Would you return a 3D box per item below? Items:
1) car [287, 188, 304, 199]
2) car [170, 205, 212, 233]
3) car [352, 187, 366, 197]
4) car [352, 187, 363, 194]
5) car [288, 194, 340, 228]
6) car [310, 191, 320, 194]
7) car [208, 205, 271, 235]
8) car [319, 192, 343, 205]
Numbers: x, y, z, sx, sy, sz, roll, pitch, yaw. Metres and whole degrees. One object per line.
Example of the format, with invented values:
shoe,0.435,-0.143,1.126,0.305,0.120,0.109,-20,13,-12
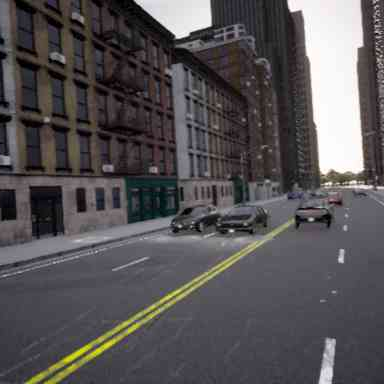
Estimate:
car,17.844,0.392,57.128,2.150,2.045,5.566,-4,0,26
car,0.363,1.594,20.552,1.837,1.490,4.892,-4,0,26
car,28.987,0.000,57.560,2.033,1.411,5.357,-4,0,26
car,35.448,-0.340,71.343,1.994,1.385,4.181,-4,0,26
car,7.117,1.141,19.192,2.128,1.511,4.902,-4,0,26
car,20.818,0.528,55.798,1.994,1.385,4.181,-4,0,26
car,3.034,1.455,18.617,2.033,1.411,5.357,-4,0,26
car,15.806,0.759,37.420,1.994,1.385,4.181,-4,0,25
